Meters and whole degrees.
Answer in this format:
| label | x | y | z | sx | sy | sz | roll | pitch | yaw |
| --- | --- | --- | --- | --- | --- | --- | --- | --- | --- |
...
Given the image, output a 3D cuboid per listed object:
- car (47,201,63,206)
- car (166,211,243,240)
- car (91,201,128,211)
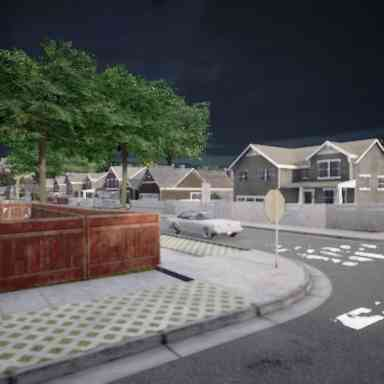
| label | x | y | z | sx | sy | sz | roll | pitch | yaw |
| --- | --- | --- | --- | --- | --- | --- | --- | --- | --- |
| car | -19.299 | 1.904 | 46.069 | 1.994 | 1.385 | 4.181 | 0 | -1 | -35 |
| car | 0.555 | 1.722 | 18.147 | 1.895 | 1.301 | 4.718 | 0 | -1 | -36 |
| car | -7.306 | 1.556 | 29.145 | 2.097 | 1.767 | 4.553 | 0 | -1 | -36 |
